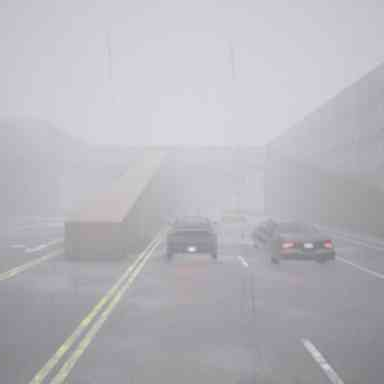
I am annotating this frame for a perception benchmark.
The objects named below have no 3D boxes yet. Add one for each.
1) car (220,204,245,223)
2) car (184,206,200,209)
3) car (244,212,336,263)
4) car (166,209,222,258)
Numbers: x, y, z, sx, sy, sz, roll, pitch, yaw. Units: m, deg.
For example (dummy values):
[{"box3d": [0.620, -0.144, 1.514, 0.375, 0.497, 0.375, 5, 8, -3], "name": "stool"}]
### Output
[{"box3d": [3.523, 1.797, 29.220, 1.882, 1.535, 5.008, 0, 0, 0], "name": "car"}, {"box3d": [0.005, 1.848, 27.488, 2.033, 1.411, 5.357, 0, -1, 0], "name": "car"}, {"box3d": [3.508, 1.685, 12.490, 2.033, 1.411, 5.357, 0, -1, 0], "name": "car"}, {"box3d": [0.021, 1.656, 13.483, 1.837, 1.490, 4.892, 0, 0, 1], "name": "car"}]
